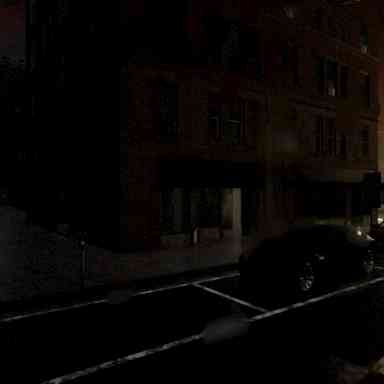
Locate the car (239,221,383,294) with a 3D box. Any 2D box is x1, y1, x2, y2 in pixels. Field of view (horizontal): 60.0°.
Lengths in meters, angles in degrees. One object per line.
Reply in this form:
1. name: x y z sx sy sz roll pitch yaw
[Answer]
1. car: 3.193 1.565 8.821 4.313 1.339 1.947 0 0 -36
